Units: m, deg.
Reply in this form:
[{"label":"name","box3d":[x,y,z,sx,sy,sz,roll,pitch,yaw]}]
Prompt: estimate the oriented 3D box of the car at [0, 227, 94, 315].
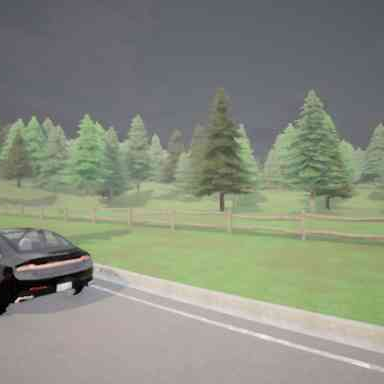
[{"label":"car","box3d":[-4.275,1.582,7.762,4.902,1.511,2.128,-1,-1,39]}]
